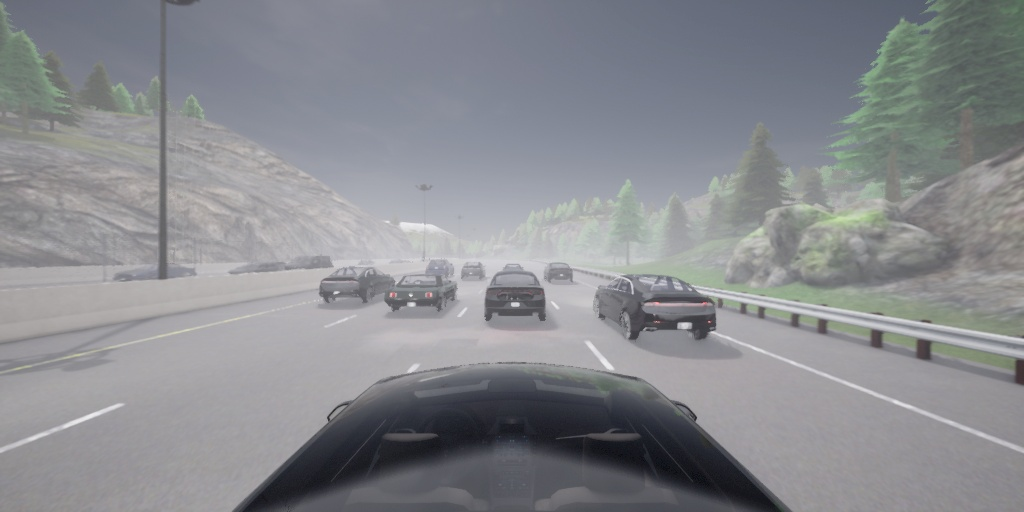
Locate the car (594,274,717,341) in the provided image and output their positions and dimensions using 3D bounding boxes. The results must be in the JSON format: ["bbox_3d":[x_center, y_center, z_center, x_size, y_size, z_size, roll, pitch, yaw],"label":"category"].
[{"bbox_3d":[3.598,1.243,9.885,2.128,1.511,4.902,0,0,0],"label":"car"}]

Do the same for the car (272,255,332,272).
[{"bbox_3d":[-17.599,0.975,30.926,2.150,2.045,5.566,0,0,0],"label":"car"}]

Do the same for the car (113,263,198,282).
[{"bbox_3d":[-28.099,1.302,28.590,2.033,1.411,5.357,0,0,0],"label":"car"}]

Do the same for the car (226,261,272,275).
[{"bbox_3d":[-21.097,1.259,29.597,1.837,1.490,4.892,0,0,0],"label":"car"}]

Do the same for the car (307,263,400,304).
[{"bbox_3d":[-6.900,1.244,16.518,2.128,1.511,4.902,0,0,0],"label":"car"}]

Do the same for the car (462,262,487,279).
[{"bbox_3d":[-3.403,1.246,32.182,2.128,1.511,4.902,0,0,0],"label":"car"}]

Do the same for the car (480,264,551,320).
[{"bbox_3d":[0.099,1.229,12.674,1.882,1.535,5.008,0,0,0],"label":"car"}]

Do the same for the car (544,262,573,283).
[{"bbox_3d":[3.598,1.232,28.421,1.882,1.535,5.008,0,0,0],"label":"car"}]

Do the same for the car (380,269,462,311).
[{"bbox_3d":[-3.400,1.353,14.377,1.895,1.301,4.718,0,0,0],"label":"car"}]

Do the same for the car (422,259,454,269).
[{"bbox_3d":[-6.900,1.107,34.770,2.097,1.767,4.553,0,0,0],"label":"car"}]
